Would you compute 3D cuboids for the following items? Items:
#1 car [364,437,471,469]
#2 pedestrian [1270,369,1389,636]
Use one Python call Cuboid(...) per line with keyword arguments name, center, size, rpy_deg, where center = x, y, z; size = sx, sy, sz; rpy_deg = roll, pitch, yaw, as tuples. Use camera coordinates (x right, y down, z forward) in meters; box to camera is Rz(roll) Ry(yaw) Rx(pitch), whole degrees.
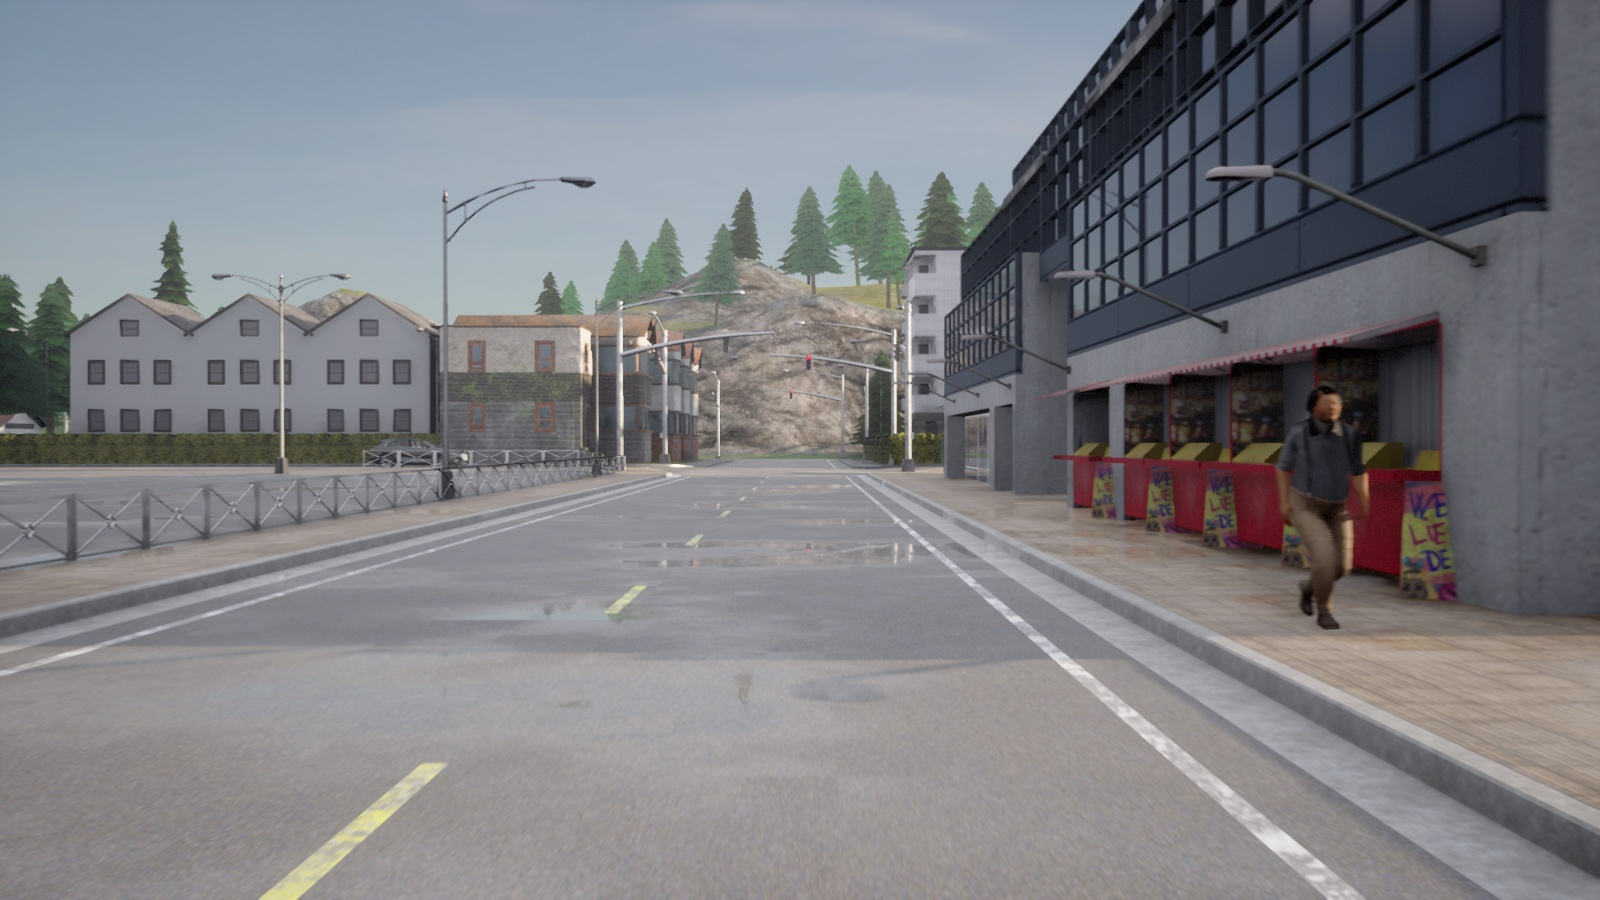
Cuboid(name="car", center=(-19.646, 0.144, 64.662), size=(4.856, 1.649, 2.033), rpy_deg=(0, 0, 0))
Cuboid(name="pedestrian", center=(3.800, 0.363, 9.045), size=(0.540, 1.848, 0.694), rpy_deg=(0, 0, -3))
